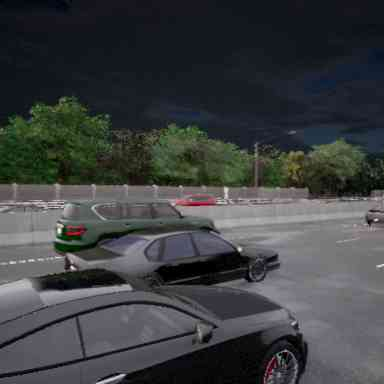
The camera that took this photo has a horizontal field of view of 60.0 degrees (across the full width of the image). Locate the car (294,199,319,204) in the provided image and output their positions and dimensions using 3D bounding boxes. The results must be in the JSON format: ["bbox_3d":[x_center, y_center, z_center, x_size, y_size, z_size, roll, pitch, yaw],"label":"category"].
[{"bbox_3d":[13.504,1.605,39.373,4.674,1.442,1.812,1,0,-35],"label":"car"}]

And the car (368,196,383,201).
[{"bbox_3d":[23.625,1.259,42.186,4.674,1.442,1.812,0,0,-35],"label":"car"}]

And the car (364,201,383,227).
[{"bbox_3d":[13.261,1.528,21.786,4.902,1.511,2.128,0,0,-35],"label":"car"}]

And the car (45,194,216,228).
[{"bbox_3d":[-1.646,1.212,11.166,5.566,2.045,2.150,0,0,-35],"label":"car"}]

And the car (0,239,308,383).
[{"bbox_3d":[-0.862,1.523,3.253,4.674,1.442,1.812,0,0,-35],"label":"car"}]

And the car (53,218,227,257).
[{"bbox_3d":[-0.255,1.539,7.867,5.357,1.411,2.033,0,0,-36],"label":"car"}]

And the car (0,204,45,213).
[{"bbox_3d":[-9.763,1.472,18.521,5.008,1.535,1.882,0,0,-35],"label":"car"}]

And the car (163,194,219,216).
[{"bbox_3d":[-0.032,1.245,34.047,5.566,2.045,2.150,1,0,-35],"label":"car"}]
